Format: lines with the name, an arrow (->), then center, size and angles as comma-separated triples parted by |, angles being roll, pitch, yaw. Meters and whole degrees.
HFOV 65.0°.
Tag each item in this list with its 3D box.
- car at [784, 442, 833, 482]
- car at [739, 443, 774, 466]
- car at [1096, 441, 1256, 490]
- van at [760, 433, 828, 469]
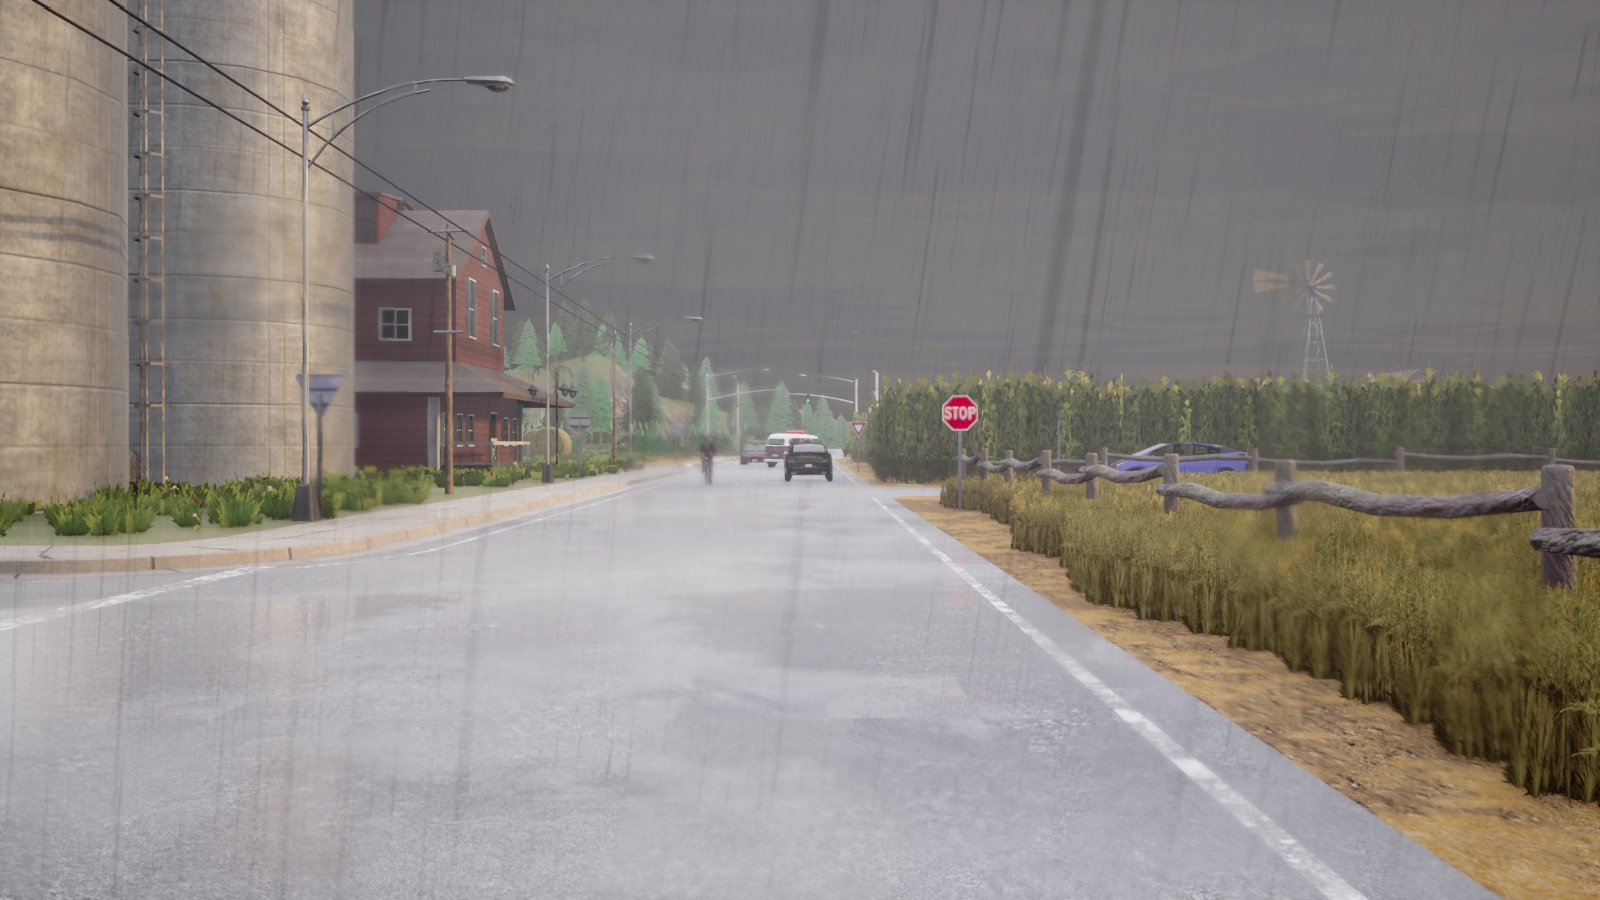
car -> 0.348, 0.438, 50.826 | 1.882, 1.535, 5.008 | 0, 0, 0
car -> -2.928, 0.265, 84.818 | 2.163, 1.488, 4.792 | 0, 0, 0
car -> 11.994, 0.476, 40.265 | 4.514, 1.525, 2.007 | 0, 0, 0
van -> -0.321, 0.040, 76.108 | 2.069, 2.038, 4.480 | 1, 1, 31
